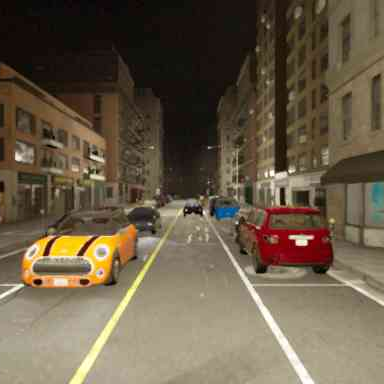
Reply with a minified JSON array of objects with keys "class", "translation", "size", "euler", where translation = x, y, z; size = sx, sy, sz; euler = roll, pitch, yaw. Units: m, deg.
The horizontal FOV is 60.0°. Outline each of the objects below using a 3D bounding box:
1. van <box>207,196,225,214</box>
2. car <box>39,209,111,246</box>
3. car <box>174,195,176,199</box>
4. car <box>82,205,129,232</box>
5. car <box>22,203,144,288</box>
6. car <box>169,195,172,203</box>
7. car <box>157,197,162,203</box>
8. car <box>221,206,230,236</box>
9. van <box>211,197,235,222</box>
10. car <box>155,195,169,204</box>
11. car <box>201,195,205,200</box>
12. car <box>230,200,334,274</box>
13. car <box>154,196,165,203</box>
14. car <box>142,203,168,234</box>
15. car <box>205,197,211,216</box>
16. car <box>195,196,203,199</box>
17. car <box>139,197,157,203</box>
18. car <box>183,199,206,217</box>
[{"class":"van","translation":[2.685,1.418,37.627],"size":[1.690,1.788,3.998],"euler":[0,0,0]},{"class":"car","translation":[-5.403,1.600,16.001],"size":[1.947,1.339,4.313],"euler":[0,0,0]},{"class":"car","translation":[-5.378,1.704,75.470],"size":[2.008,1.369,4.403],"euler":[0,0,0]},{"class":"car","translation":[-5.401,1.590,21.408],"size":[1.887,1.381,4.507],"euler":[0,0,0]},{"class":"car","translation":[-2.848,1.372,9.462],"size":[2.097,1.767,4.553],"euler":[0,0,0]},{"class":"car","translation":[-5.382,1.713,64.657],"size":[1.802,1.307,4.206],"euler":[0,0,0]},{"class":"car","translation":[-5.392,1.639,43.032],"size":[2.008,1.369,4.403],"euler":[0,0,0]},{"class":"car","translation":[2.702,1.584,16.001],"size":[2.008,1.369,4.403],"euler":[0,0,0]},{"class":"van","translation":[2.693,1.396,26.814],"size":[1.690,1.788,3.998],"euler":[0,0,0]},{"class":"car","translation":[-5.387,1.425,53.845],"size":[2.192,1.841,5.009],"euler":[0,0,0]},{"class":"car","translation":[2.673,1.634,54.015],"size":[1.752,1.417,4.829],"euler":[0,0,0]},{"class":"car","translation":[2.706,1.337,10.596],"size":[2.192,1.841,5.009],"euler":[0,0,0]},{"class":"car","translation":[-5.389,1.665,48.439],"size":[1.947,1.339,4.313],"euler":[0,0,0]},{"class":"car","translation":[-2.837,1.589,19.806],"size":[2.033,1.411,5.357],"euler":[0,0,0]},{"class":"car","translation":[2.689,1.381,32.221],"size":[2.192,1.841,5.009],"euler":[0,0,0]},{"class":"car","translation":[0.047,1.639,44.745],"size":[2.033,1.411,5.357],"euler":[0,0,1]},{"class":"car","translation":[-5.394,1.602,37.457],"size":[1.752,1.417,4.829],"euler":[0,0,0]},{"class":"car","translation":[0.111,1.667,32.180],"size":[1.895,1.301,4.718],"euler":[0,0,0]}]
